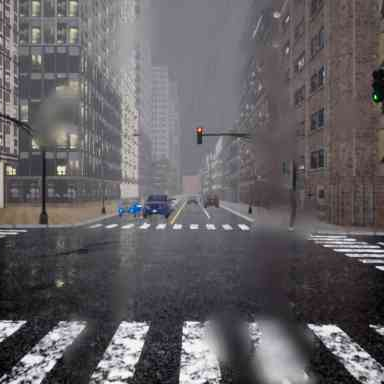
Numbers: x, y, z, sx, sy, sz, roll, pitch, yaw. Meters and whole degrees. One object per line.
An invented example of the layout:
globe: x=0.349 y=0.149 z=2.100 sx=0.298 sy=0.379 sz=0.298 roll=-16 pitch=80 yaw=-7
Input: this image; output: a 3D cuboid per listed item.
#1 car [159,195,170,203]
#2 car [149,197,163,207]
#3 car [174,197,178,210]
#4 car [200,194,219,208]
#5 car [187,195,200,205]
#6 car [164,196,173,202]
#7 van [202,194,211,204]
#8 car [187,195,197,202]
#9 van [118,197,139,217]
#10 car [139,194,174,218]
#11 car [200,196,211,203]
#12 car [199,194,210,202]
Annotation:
car: x=-5.625 y=1.469 z=69.440 sx=1.967 sy=1.590 sz=4.097 roll=0 pitch=0 yaw=0
car: x=-5.641 y=1.543 z=52.618 sx=1.752 sy=1.417 sz=4.829 roll=0 pitch=0 yaw=0
car: x=-3.059 y=1.611 z=39.963 sx=1.895 sy=1.301 sz=4.718 roll=0 pitch=0 yaw=0
car: x=2.734 y=1.329 z=47.231 sx=2.192 sy=1.841 sz=5.009 roll=0 pitch=0 yaw=0
car: x=0.061 y=1.623 z=60.104 sx=1.895 sy=1.301 sz=4.718 roll=0 pitch=0 yaw=0
car: x=-5.614 y=1.589 z=80.543 sx=2.008 sy=1.369 sz=4.403 roll=0 pitch=0 yaw=0
van: x=2.750 y=1.366 z=63.883 sx=1.690 sy=1.788 sz=3.998 roll=0 pitch=0 yaw=0
car: x=0.069 y=1.419 z=70.080 sx=2.033 sy=1.411 sz=5.357 roll=0 pitch=0 yaw=0
van: x=-5.661 y=1.347 z=30.584 sx=1.690 sy=1.788 sz=3.998 roll=0 pitch=0 yaw=0
car: x=-3.079 y=1.227 z=30.254 sx=2.150 sy=2.045 sz=5.566 roll=0 pitch=0 yaw=0
car: x=2.756 y=1.580 z=69.433 sx=2.008 sy=1.369 sz=4.403 roll=0 pitch=0 yaw=0
car: x=2.760 y=1.348 z=74.985 sx=2.192 sy=1.841 sz=5.009 roll=0 pitch=0 yaw=0
